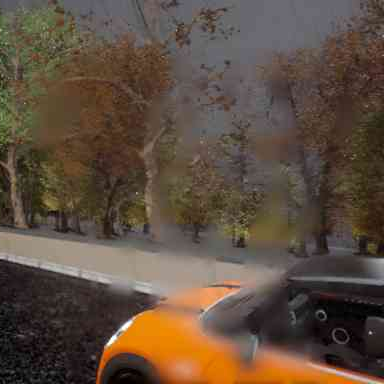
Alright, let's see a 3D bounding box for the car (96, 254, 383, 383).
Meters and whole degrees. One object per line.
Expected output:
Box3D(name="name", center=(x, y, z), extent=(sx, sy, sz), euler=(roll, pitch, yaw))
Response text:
Box3D(name="car", center=(1.286, 1.352, 2.768), extent=(4.553, 1.767, 2.097), euler=(0, 0, 35))
